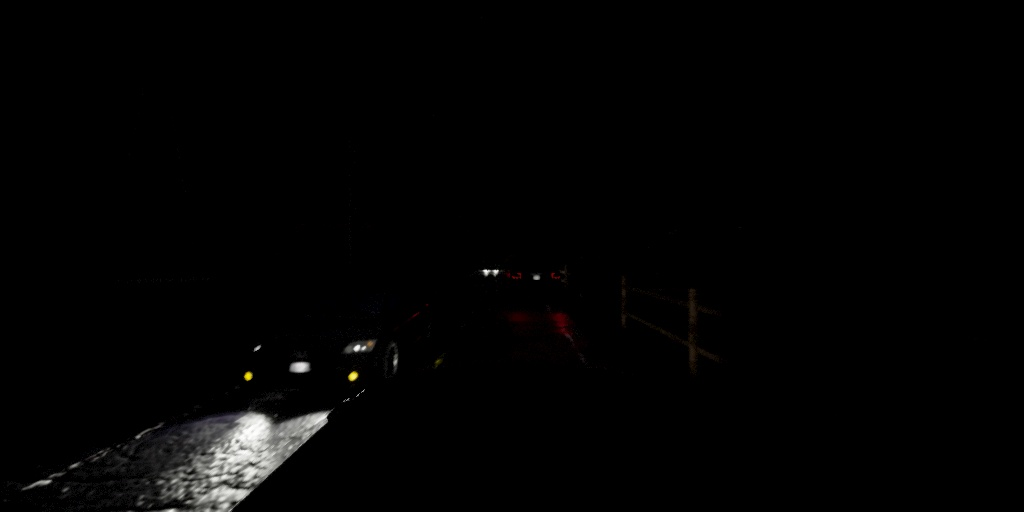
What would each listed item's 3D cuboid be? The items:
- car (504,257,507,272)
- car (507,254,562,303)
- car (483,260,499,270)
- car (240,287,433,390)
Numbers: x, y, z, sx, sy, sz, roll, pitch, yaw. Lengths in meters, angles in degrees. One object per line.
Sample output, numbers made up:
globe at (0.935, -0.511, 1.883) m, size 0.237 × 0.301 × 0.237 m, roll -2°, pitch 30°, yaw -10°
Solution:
car at (0.080, 1.175, 43.703) m, size 1.837 × 1.490 × 4.892 m, roll 0°, pitch -1°, yaw 0°
car at (0.966, 0.942, 16.730) m, size 2.150 × 2.045 × 5.566 m, roll 0°, pitch 0°, yaw 0°
car at (-2.810, 1.232, 49.399) m, size 1.994 × 1.385 × 4.181 m, roll 0°, pitch 0°, yaw 0°
car at (-2.848, 1.303, 6.806) m, size 1.994 × 1.385 × 4.181 m, roll 0°, pitch 0°, yaw 0°
